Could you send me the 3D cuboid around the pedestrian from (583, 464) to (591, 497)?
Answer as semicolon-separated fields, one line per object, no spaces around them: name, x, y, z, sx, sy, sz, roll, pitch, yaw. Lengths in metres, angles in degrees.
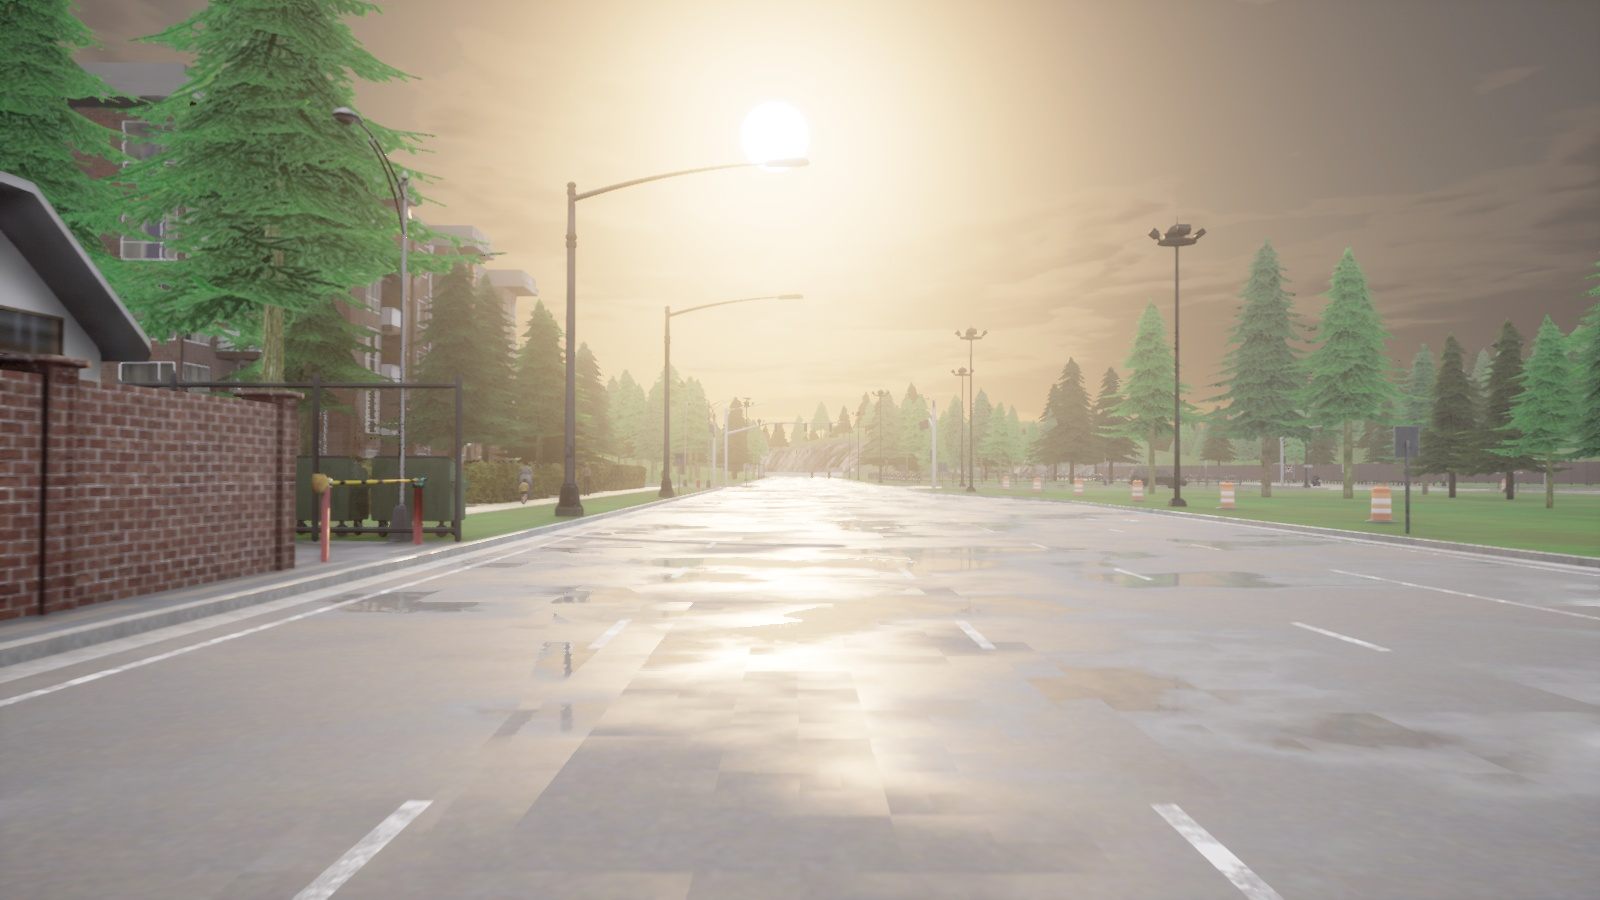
pedestrian;-11.878;1.707;70.175;0.345;1.836;0.594;0;-1;1

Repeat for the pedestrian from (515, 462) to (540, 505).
pedestrian;-11.808;1.434;54.417;0.874;1.855;0.900;0;-1;0

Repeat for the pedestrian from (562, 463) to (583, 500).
pedestrian;-11.400;1.579;62.883;0.874;1.855;0.900;0;-1;3
